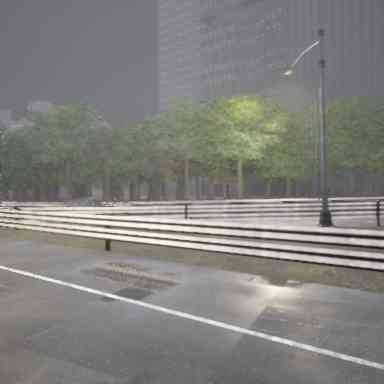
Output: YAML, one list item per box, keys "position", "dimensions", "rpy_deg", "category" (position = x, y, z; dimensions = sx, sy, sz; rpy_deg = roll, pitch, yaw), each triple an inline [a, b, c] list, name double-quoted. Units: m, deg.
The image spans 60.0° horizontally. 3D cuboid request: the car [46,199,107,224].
- position: [-8.784, 1.349, 24.841]
  dimensions: [4.553, 1.767, 2.097]
  rpy_deg: [0, -1, 11]
  category: "car"
